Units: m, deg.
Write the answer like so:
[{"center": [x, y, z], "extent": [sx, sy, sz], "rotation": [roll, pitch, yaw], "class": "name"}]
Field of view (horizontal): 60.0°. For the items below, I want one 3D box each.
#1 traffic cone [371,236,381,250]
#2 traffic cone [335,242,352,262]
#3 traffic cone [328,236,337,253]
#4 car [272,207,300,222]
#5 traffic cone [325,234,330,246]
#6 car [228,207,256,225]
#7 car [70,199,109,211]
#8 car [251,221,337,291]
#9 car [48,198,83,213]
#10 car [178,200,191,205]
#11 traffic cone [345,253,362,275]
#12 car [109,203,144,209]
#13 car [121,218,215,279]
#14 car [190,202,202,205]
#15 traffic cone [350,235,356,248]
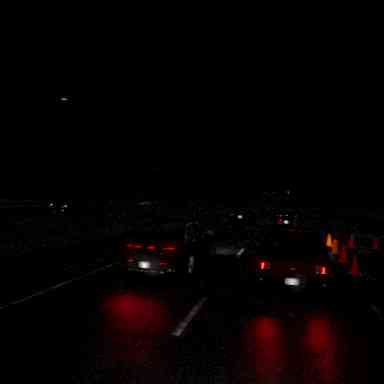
[{"center": [8.480, 2.338, 15.358], "extent": [0.340, 0.580, 0.340], "rotation": [2, -1, 15], "class": "traffic cone"}, {"center": [5.491, 2.222, 12.033], "extent": [0.340, 0.580, 0.340], "rotation": [2, -1, 15], "class": "traffic cone"}, {"center": [6.021, 2.255, 13.961], "extent": [0.340, 0.580, 0.340], "rotation": [2, -1, 15], "class": "traffic cone"}, {"center": [7.600, 2.014, 26.856], "extent": [1.837, 1.490, 4.892], "rotation": [2, -1, 15], "class": "car"}, {"center": [6.552, 2.287, 15.889], "extent": [0.340, 0.580, 0.340], "rotation": [2, -1, 15], "class": "traffic cone"}, {"center": [4.315, 1.993, 28.117], "extent": [1.994, 1.385, 4.181], "rotation": [2, -1, 15], "class": "car"}, {"center": [-9.159, 1.636, 32.653], "extent": [2.033, 1.411, 5.357], "rotation": [2, -1, 15], "class": "car"}, {"center": [2.862, 1.770, 9.655], "extent": [1.895, 1.301, 4.718], "rotation": [2, -1, 15], "class": "car"}, {"center": [-12.452, 1.359, 33.845], "extent": [2.097, 1.767, 4.553], "rotation": [2, -1, 15], "class": "car"}, {"center": [-1.485, 2.866, 73.399], "extent": [2.150, 2.045, 5.566], "rotation": [2, -2, 15], "class": "car"}, {"center": [4.960, 2.190, 10.105], "extent": [0.340, 0.580, 0.340], "rotation": [2, -1, 15], "class": "traffic cone"}, {"center": [-5.754, 1.745, 31.835], "extent": [1.994, 1.385, 4.181], "rotation": [2, -1, 15], "class": "car"}, {"center": [-0.524, 1.584, 10.527], "extent": [1.837, 1.490, 4.892], "rotation": [2, -1, 15], "class": "car"}, {"center": [1.777, 3.193, 72.088], "extent": [1.882, 1.535, 5.008], "rotation": [2, -2, 15], "class": "car"}, {"center": [7.516, 2.313, 15.624], "extent": [0.340, 0.580, 0.340], "rotation": [2, -1, 15], "class": "traffic cone"}]
